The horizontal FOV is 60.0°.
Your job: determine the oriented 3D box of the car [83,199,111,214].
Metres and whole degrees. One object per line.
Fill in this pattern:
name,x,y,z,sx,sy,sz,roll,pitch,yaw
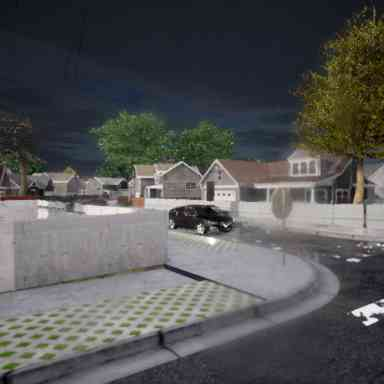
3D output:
car,-9.426,1.494,33.015,1.837,1.490,4.892,0,0,-34

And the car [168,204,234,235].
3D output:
car,0.343,1.500,19.007,1.837,1.490,4.892,0,0,-35

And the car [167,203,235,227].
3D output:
car,0.497,1.561,23.948,2.033,1.411,5.357,1,0,-37

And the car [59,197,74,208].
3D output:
car,-17.912,1.428,47.519,2.128,1.511,4.902,0,0,-24
